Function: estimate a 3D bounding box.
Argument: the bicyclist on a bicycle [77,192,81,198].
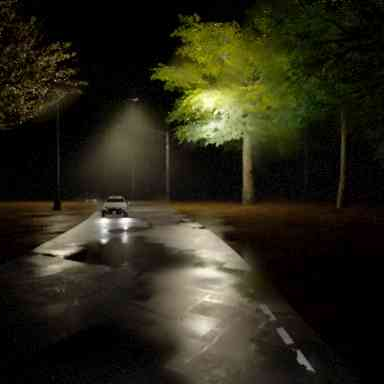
[{"bbox_3d":[-28.965,0.655,85.108,0.866,1.612,1.509,-1,0,-38],"label":"bicyclist on a bicycle"}]

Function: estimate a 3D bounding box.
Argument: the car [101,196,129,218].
[{"bbox_3d":[-5.812,1.073,25.263,1.812,1.442,4.674,0,1,-11],"label":"car"}]

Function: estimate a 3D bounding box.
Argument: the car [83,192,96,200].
[{"bbox_3d":[-19.791,0.709,64.218,1.837,1.490,4.892,0,0,-28],"label":"car"}]
